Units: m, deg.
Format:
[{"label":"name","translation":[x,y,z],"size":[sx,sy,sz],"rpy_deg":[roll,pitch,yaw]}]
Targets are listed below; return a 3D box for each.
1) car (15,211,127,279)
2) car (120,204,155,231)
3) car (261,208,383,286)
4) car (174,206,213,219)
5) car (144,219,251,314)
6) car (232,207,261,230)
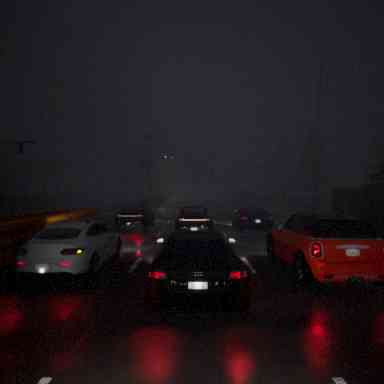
[{"label":"car","translation":[-3.402,1.526,9.874],"size":[1.812,1.442,4.674],"rpy_deg":[0,0,0]},{"label":"car","translation":[-3.404,1.491,20.297],"size":[2.128,1.511,4.902],"rpy_deg":[0,0,0]},{"label":"car","translation":[3.599,1.356,9.550],"size":[2.097,1.767,4.553],"rpy_deg":[0,0,0]},{"label":"car","translation":[0.097,1.492,17.635],"size":[2.128,1.511,4.902],"rpy_deg":[0,0,0]},{"label":"car","translation":[0.099,1.564,7.686],"size":[1.994,1.385,4.181],"rpy_deg":[0,0,0]},{"label":"car","translation":[3.597,1.564,20.140],"size":[1.994,1.385,4.181],"rpy_deg":[0,0,0]}]
